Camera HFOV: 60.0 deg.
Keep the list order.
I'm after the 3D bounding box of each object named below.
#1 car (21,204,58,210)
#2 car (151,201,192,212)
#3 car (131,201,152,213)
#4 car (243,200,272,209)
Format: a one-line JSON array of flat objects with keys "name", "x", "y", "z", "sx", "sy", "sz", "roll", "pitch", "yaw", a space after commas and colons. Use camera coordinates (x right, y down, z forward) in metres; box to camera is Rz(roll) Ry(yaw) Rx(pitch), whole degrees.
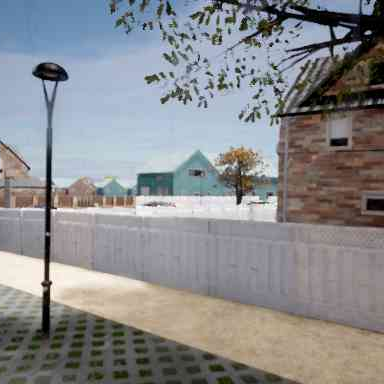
[{"name": "car", "x": -11.173, "y": 1.586, "z": 23.819, "sx": 1.994, "sy": 1.385, "sz": 4.181, "roll": 3, "pitch": 1, "yaw": 43}, {"name": "car", "x": -0.782, "y": 1.728, "z": 29.791, "sx": 5.008, "sy": 1.535, "sz": 1.882, "roll": 1, "pitch": 1, "yaw": -41}, {"name": "car", "x": -3.723, "y": 1.640, "z": 31.068, "sx": 4.892, "sy": 1.490, "sz": 1.837, "roll": 1, "pitch": 1, "yaw": -41}, {"name": "car", "x": 7.599, "y": 1.750, "z": 39.676, "sx": 5.008, "sy": 1.535, "sz": 1.882, "roll": 0, "pitch": 2, "yaw": -33}]
